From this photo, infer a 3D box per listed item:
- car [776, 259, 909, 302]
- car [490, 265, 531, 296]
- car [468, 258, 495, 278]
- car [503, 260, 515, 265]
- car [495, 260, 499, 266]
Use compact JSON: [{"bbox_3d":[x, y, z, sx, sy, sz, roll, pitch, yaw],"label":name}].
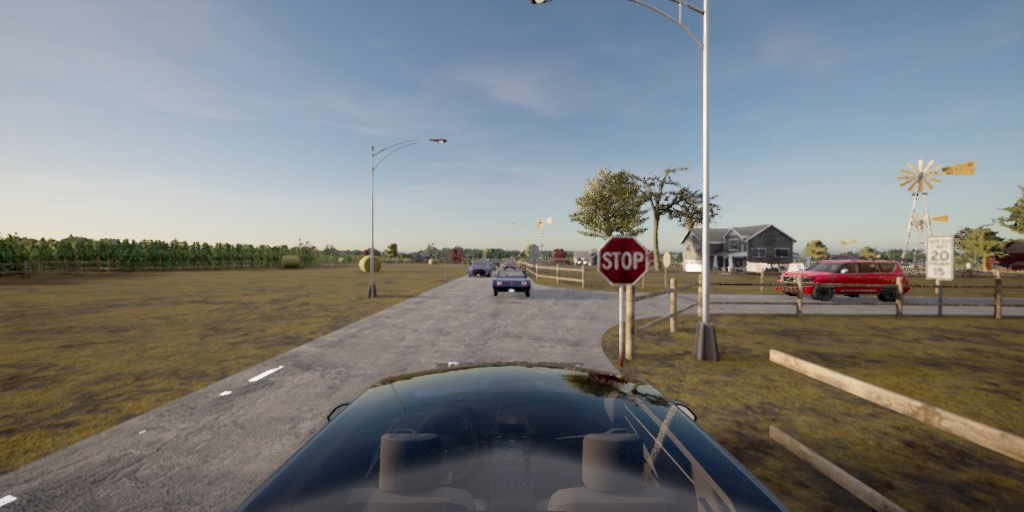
[{"bbox_3d":[16.784,1.198,18.342,5.566,2.045,2.150,1,0,-1],"label":"car"},{"bbox_3d":[-0.037,1.373,19.678,1.895,1.301,4.718,0,0,-1],"label":"car"},{"bbox_3d":[-3.135,1.190,35.442,2.097,1.767,4.553,0,0,0],"label":"car"},{"bbox_3d":[-0.317,1.553,49.995,1.895,1.301,4.718,0,0,0],"label":"car"},{"bbox_3d":[-3.262,1.521,50.672,1.994,1.385,4.181,0,0,0],"label":"car"}]
